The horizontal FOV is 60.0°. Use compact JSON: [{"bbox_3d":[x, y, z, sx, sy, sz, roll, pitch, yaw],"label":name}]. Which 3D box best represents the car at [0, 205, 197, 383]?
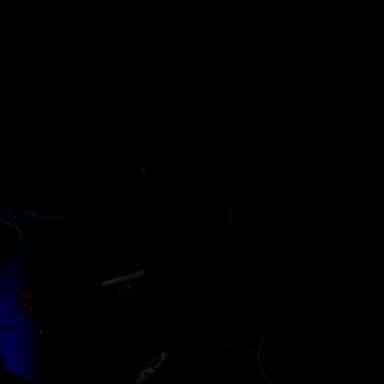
[{"bbox_3d":[-2.951,1.238,5.299,5.566,2.045,2.435,0,0,35],"label":"car"}]
